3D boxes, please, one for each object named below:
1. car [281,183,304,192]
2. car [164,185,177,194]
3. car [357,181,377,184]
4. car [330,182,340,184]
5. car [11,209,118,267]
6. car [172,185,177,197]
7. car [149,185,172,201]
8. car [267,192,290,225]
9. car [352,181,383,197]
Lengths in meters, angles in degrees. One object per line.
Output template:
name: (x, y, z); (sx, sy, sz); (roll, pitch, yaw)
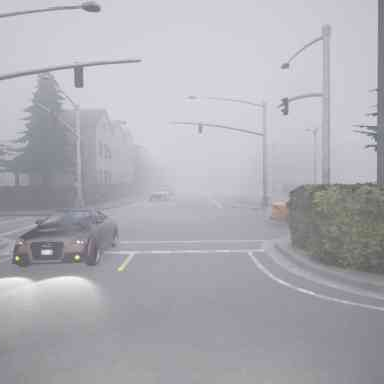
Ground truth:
car: (15.293, -0.507, 52.018); (2.007, 1.523, 4.514); (-1, 2, 0)
car: (-3.693, -0.475, 58.125); (1.837, 1.490, 4.892); (-1, 2, 0)
car: (19.030, -0.170, 34.158); (1.905, 1.878, 3.866); (-1, 2, 0)
car: (25.335, -1.019, 59.426); (2.152, 1.636, 5.027); (-1, 2, 0)
car: (-3.523, 1.224, 9.947); (1.994, 1.385, 4.181); (-1, 1, -1)
car: (-3.712, -0.278, 47.741); (2.097, 1.767, 4.553); (-1, 2, 0)
car: (-3.699, 0.186, 37.723); (1.882, 1.535, 5.008); (-1, 2, 0)
car: (6.485, 0.929, 17.309); (5.008, 1.535, 1.882); (0, 2, 0)
car: (22.279, -0.453, 42.037); (1.932, 1.855, 4.605); (-1, 2, 0)
